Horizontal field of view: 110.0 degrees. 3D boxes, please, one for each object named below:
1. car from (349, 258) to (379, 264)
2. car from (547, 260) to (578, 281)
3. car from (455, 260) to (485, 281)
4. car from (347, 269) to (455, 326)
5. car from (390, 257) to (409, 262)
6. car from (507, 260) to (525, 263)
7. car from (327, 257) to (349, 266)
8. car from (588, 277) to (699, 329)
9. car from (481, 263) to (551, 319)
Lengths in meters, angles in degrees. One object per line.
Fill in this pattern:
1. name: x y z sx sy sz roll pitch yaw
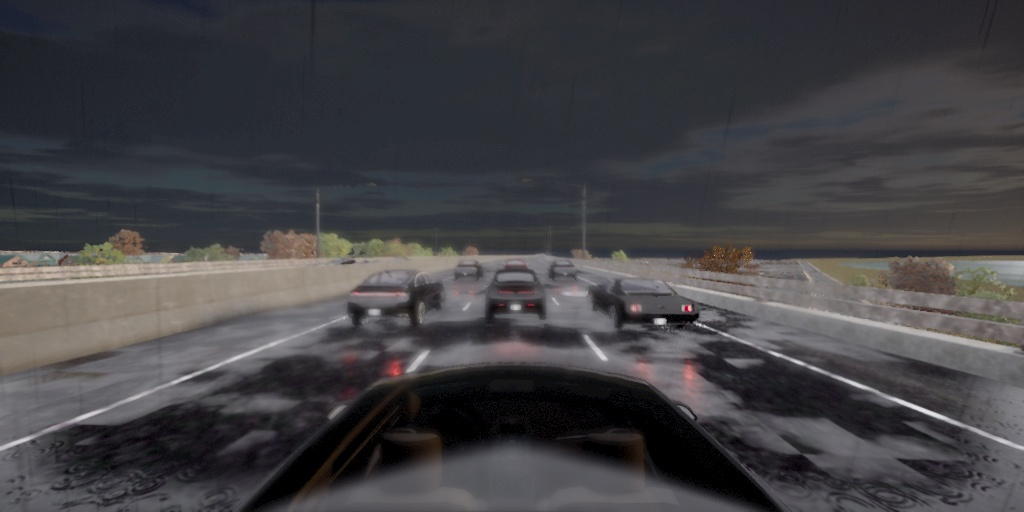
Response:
1. car: -17.073 1.042 42.624 1.895 1.301 4.718 0 0 2
2. car: 3.805 1.046 27.430 2.128 1.511 4.902 0 0 1
3. car: -3.195 1.043 27.494 2.128 1.511 4.902 0 0 1
4. car: -3.377 1.164 11.294 2.128 1.511 4.902 0 0 1
5. car: -13.550 0.916 43.361 1.882 1.535 5.008 0 0 2
6. car: 0.334 1.019 29.013 1.882 1.535 5.008 0 0 1
7. car: -20.542 0.924 43.614 2.128 1.511 4.902 0 0 2
8. car: 3.620 1.279 10.907 1.895 1.301 4.718 0 0 1
9. car: 0.134 1.170 12.444 1.837 1.490 4.892 0 0 1
